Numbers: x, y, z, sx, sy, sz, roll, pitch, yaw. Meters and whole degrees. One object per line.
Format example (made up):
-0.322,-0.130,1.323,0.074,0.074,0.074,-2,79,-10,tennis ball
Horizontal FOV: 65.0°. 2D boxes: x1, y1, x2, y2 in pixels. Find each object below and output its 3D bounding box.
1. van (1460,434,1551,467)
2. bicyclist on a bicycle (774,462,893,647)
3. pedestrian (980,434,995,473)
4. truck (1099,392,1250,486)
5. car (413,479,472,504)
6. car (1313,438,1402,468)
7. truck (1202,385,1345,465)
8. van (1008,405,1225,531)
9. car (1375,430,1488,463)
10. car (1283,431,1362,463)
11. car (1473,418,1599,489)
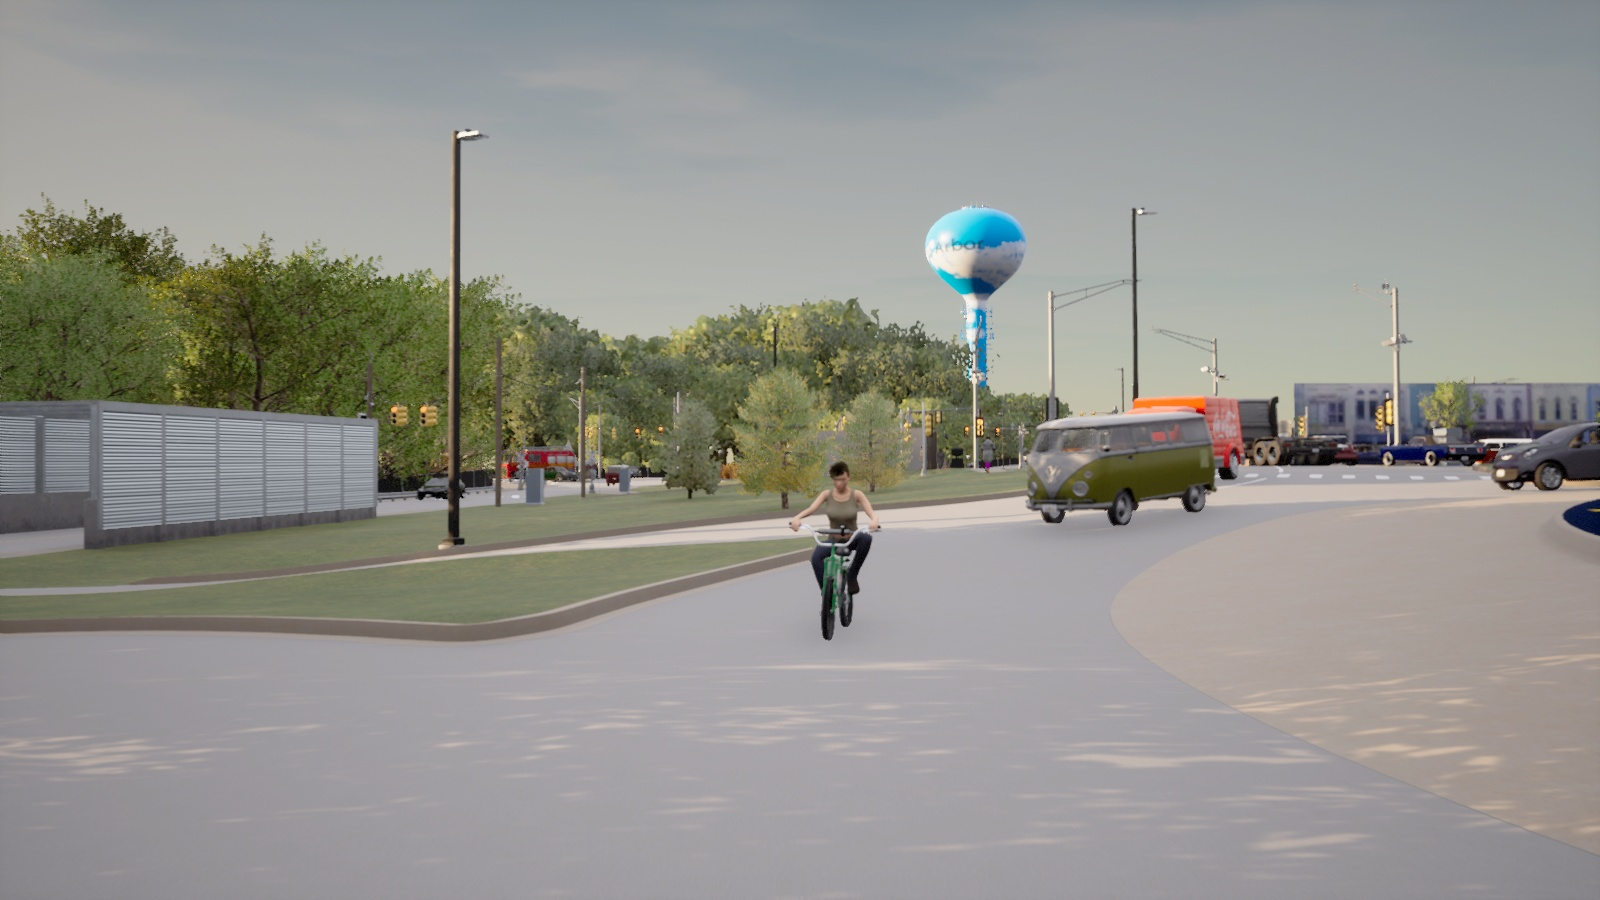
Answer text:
44.026,0.040,78.387,4.480,2.038,2.069,0,-2,-1,van
0.342,0.917,11.796,0.866,1.612,1.509,0,-1,11,bicyclist on a bicycle
9.431,0.175,63.200,0.659,1.952,0.873,-1,-2,14,pedestrian
10.905,-0.345,36.277,2.627,2.467,5.204,-2,1,35,truck
-23.766,2.769,83.699,2.163,1.488,4.792,-1,0,5,car
34.754,0.203,78.347,4.553,1.767,2.097,0,-2,2,car
22.336,-1.075,59.753,2.891,3.462,7.936,0,-1,-8,truck
6.110,0.287,23.936,4.442,1.987,1.775,-5,2,-43,van
26.386,-0.115,52.672,1.895,1.301,4.718,0,0,-8,car
25.358,-0.127,61.137,1.970,1.475,3.806,0,-1,-5,car
17.731,0.062,28.693,3.633,1.501,1.845,-2,-2,-1,car
